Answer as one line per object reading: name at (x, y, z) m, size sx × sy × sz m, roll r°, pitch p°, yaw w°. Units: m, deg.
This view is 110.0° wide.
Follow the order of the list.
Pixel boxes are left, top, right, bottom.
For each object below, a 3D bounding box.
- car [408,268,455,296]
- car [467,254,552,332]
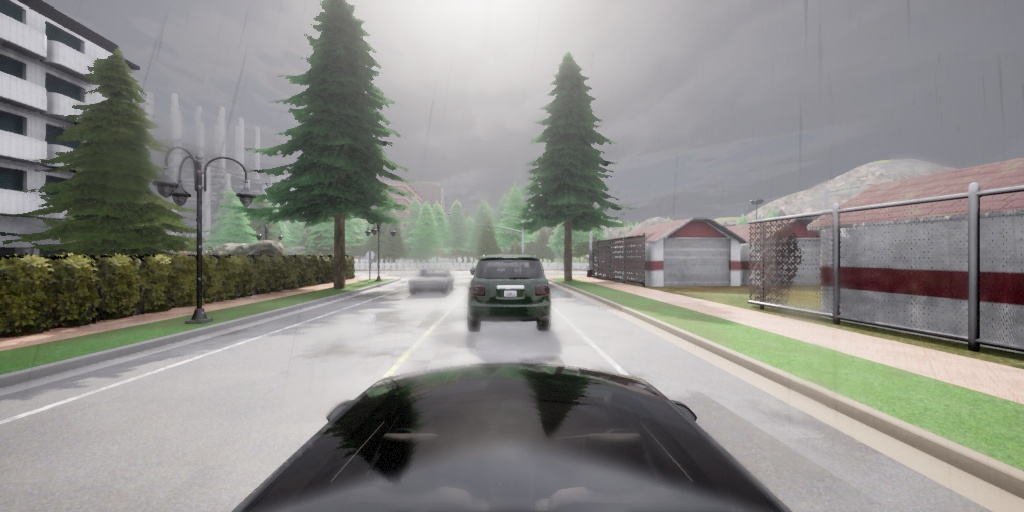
car at (-4.231, 1.351, 19.400) m, size 1.895 × 1.301 × 4.718 m, roll 0°, pitch 0°, yaw -4°
car at (-0.132, 0.971, 11.040) m, size 2.150 × 2.045 × 5.566 m, roll 0°, pitch 0°, yaw -2°
